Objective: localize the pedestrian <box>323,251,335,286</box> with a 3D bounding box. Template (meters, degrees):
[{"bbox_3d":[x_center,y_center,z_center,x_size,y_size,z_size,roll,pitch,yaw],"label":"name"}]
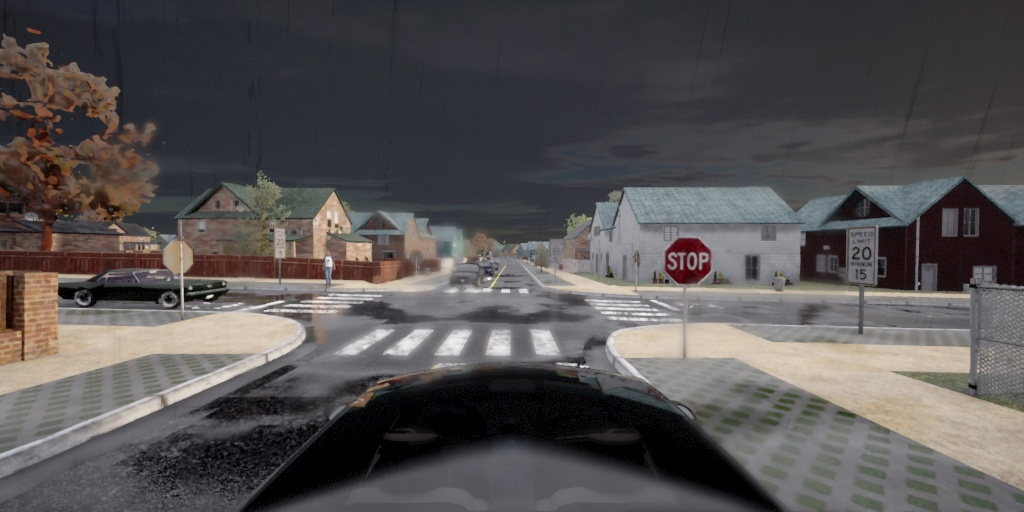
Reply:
[{"bbox_3d":[-9.657,0.611,18.874,0.375,1.860,0.375,0,0,1],"label":"pedestrian"}]

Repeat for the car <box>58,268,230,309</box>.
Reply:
[{"bbox_3d":[-13.266,1.133,13.119,4.718,1.301,1.895,1,1,0],"label":"car"}]

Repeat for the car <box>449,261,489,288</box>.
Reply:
[{"bbox_3d":[-2.889,1.245,23.981,1.837,1.490,4.892,0,0,2],"label":"car"}]

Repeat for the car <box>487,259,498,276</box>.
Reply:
[{"bbox_3d":[-2.789,1.281,36.368,2.033,1.411,5.357,0,0,0],"label":"car"}]
